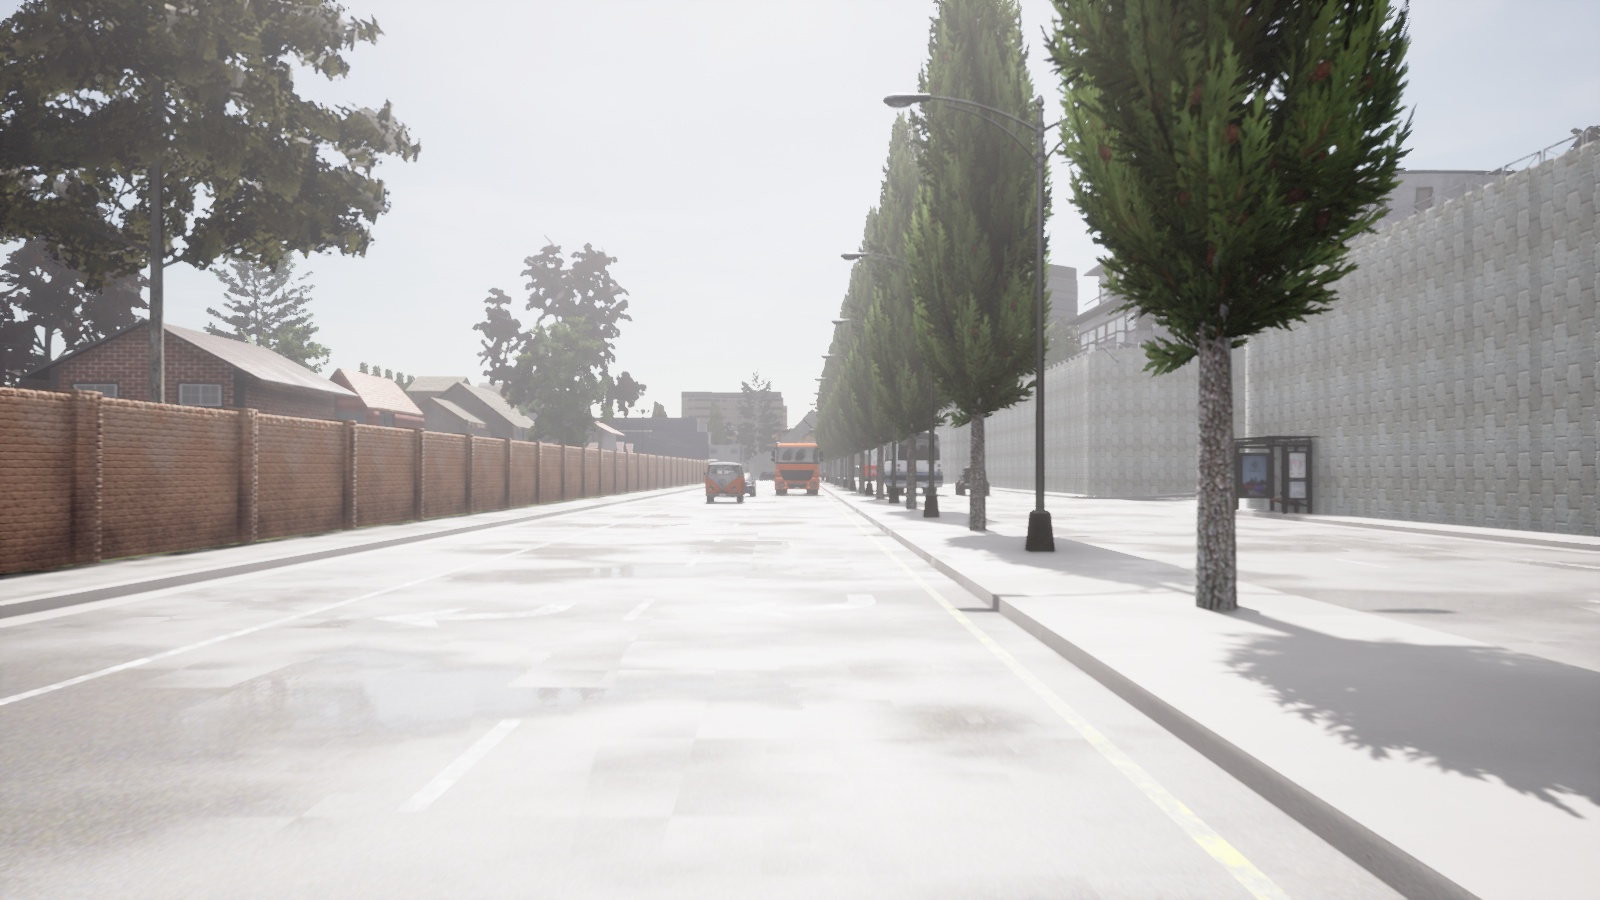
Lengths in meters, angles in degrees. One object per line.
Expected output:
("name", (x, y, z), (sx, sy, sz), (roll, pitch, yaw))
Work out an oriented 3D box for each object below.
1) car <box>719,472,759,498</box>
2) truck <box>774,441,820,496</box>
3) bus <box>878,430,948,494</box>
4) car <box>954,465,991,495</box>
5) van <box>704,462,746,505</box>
("car", (-3.670, 2.104, 76.170), (2.163, 1.488, 4.792), (0, -1, 0))
("truck", (-0.191, 1.238, 83.915), (2.891, 3.462, 7.936), (0, -1, 0))
("bus", (7.798, 0.883, 88.202), (3.944, 4.253, 10.273), (0, -1, 0))
("car", (11.314, 1.947, 82.558), (1.905, 1.878, 3.866), (0, -1, 0))
("van", (-3.637, 1.608, 61.264), (1.775, 1.987, 4.442), (0, -1, 0))
